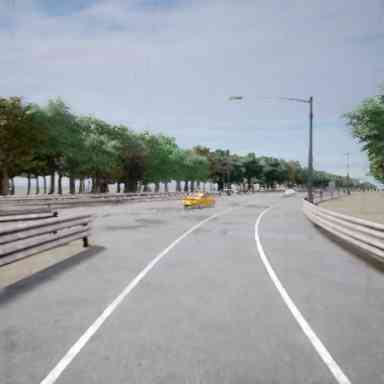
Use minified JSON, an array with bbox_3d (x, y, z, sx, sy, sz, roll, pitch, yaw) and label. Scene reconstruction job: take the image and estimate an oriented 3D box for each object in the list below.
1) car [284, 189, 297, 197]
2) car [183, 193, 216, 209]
[{"bbox_3d":[20.612,0.188,69.528,1.812,1.442,4.674,1,1,30],"label":"car"},{"bbox_3d":[0.880,0.899,35.728,1.882,1.535,5.008,1,2,30],"label":"car"}]
